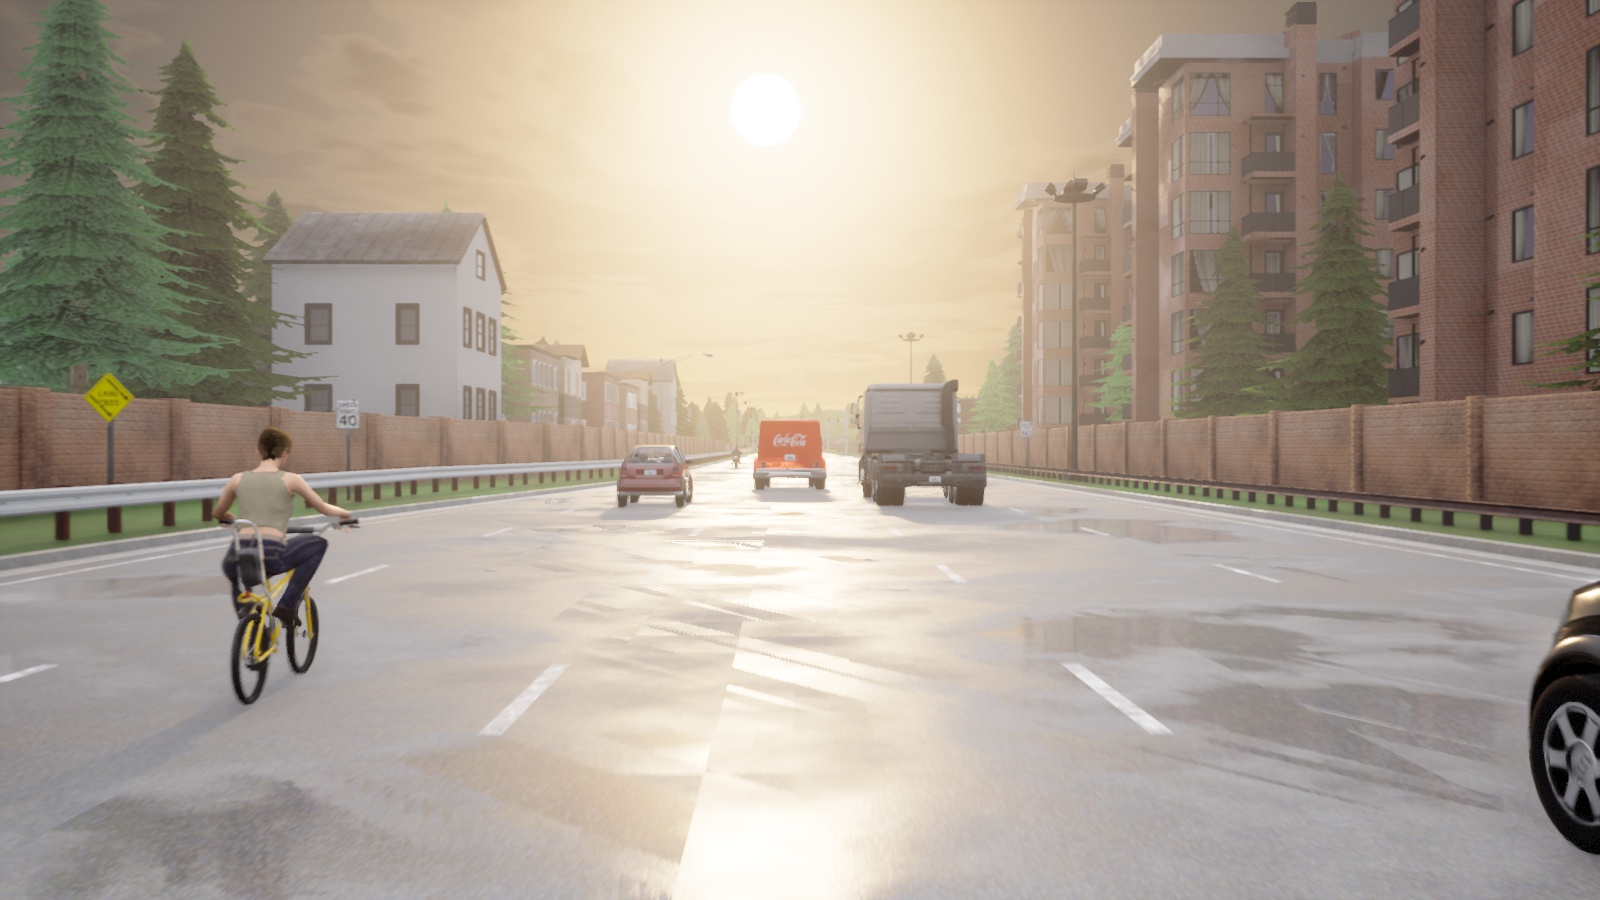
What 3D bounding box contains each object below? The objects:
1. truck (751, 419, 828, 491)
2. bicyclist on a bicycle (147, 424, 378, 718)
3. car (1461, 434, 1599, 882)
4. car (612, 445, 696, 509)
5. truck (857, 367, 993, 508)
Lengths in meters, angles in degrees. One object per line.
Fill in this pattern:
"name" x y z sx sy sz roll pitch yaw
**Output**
"truck" -0.387 0.160 45.752 2.627 2.467 5.204 0 0 -1
"bicyclist on a bicycle" -3.216 0.664 7.685 0.866 1.612 1.509 0 0 -5
"car" 3.673 0.722 3.393 1.789 1.549 3.705 0 0 -1
"car" -3.713 0.651 32.546 1.789 1.549 3.705 0 0 -1
"truck" 3.258 -0.308 34.829 2.891 3.462 7.936 0 0 -1
